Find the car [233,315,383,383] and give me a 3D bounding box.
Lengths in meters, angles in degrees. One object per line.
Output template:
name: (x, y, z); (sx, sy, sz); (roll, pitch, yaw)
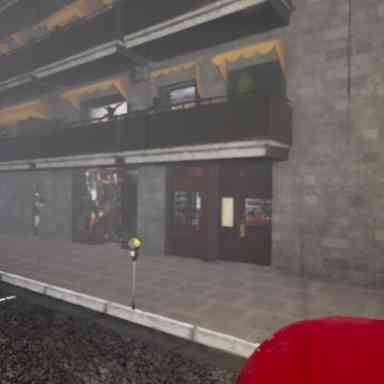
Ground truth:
car: (2.436, 1.313, 1.121); (5.009, 1.841, 2.192); (0, 1, 35)
